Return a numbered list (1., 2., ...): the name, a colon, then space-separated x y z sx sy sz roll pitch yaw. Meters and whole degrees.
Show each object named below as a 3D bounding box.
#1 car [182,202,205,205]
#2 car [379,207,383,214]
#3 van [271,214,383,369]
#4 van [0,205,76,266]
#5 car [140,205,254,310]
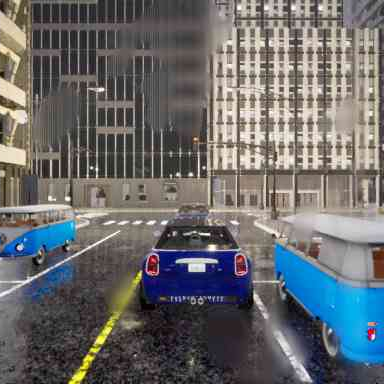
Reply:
1. car: 0.084 1.360 18.004 2.097 1.767 4.553 0 0 0
2. car: 18.979 1.492 29.029 4.829 1.417 1.752 0 0 0
3. van: 2.557 1.343 5.605 1.690 1.788 3.998 0 0 0
4. van: -5.336 1.346 11.272 1.690 1.788 3.998 0 0 0
5. car: 0.083 1.355 7.978 2.097 1.767 4.553 0 0 0
